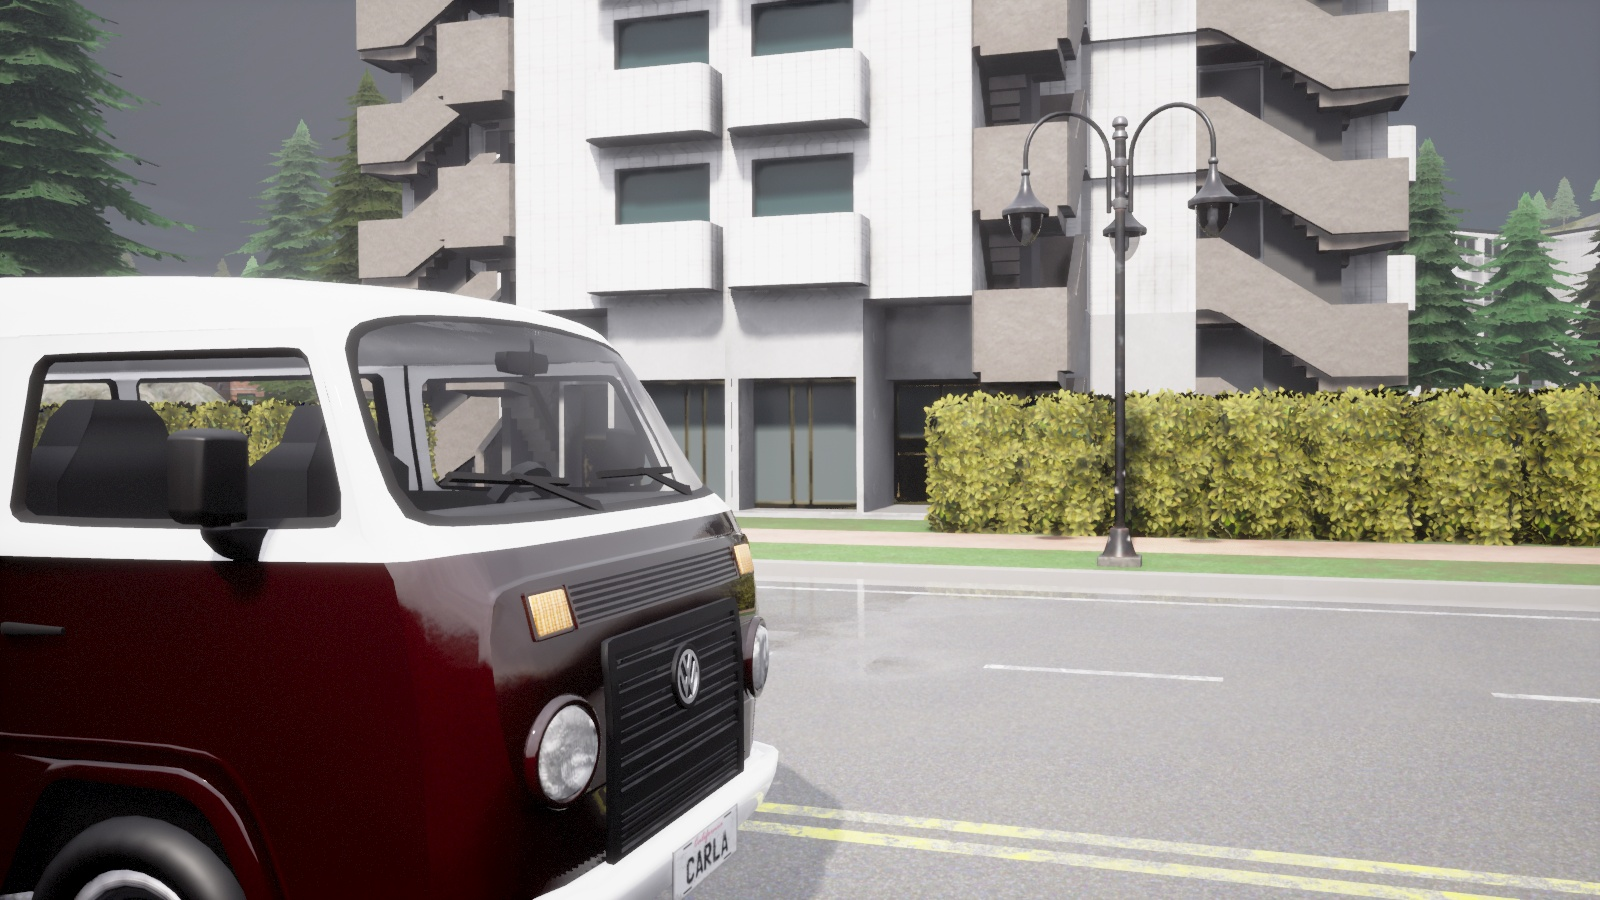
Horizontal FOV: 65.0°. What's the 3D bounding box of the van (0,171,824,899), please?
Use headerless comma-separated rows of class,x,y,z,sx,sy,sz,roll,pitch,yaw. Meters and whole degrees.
van,-2.375,0.477,3.985,4.480,2.038,2.069,1,1,18
